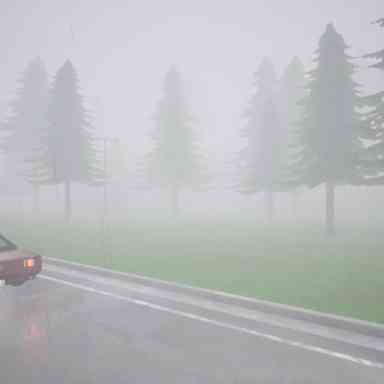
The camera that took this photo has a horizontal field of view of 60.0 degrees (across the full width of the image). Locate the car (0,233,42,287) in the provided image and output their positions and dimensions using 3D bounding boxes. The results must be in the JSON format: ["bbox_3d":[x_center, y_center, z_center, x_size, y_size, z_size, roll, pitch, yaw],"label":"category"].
[{"bbox_3d":[-5.785,1.601,8.108,4.718,1.301,1.895,0,0,35],"label":"car"}]
